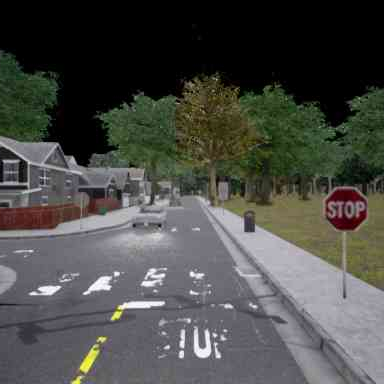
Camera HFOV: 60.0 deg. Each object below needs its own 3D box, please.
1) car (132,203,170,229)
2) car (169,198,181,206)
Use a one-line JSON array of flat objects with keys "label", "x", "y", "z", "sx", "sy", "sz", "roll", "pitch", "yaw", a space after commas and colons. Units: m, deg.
[{"label": "car", "x": -2.736, "y": 1.615, "z": 22.074, "sx": 1.895, "sy": 1.301, "sz": 4.718, "roll": 0, "pitch": 0, "yaw": 0}, {"label": "car", "x": -2.709, "y": 1.556, "z": 53.944, "sx": 1.895, "sy": 1.301, "sz": 4.718, "roll": 0, "pitch": 0, "yaw": 0}]
